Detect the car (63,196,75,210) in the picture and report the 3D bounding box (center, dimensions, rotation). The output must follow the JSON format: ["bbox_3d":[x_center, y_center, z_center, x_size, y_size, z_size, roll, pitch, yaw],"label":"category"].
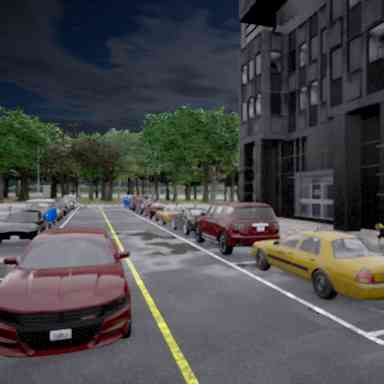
[{"bbox_3d":[-14.332,1.531,36.820,1.752,1.417,4.829,0,0,-17],"label":"car"}]

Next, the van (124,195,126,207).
[{"bbox_3d":[-7.782,1.348,44.643,1.690,1.788,3.998,0,0,-17],"label":"van"}]

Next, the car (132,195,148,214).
[{"bbox_3d":[-4.652,1.443,34.228,1.967,1.590,4.097,0,0,-17],"label":"car"}]

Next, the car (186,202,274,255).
[{"bbox_3d":[1.607,1.314,13.398,2.192,1.841,5.009,0,0,-17],"label":"car"}]

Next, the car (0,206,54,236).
[{"bbox_3d":[-8.122,1.566,16.152,1.947,1.339,4.313,0,0,-17],"label":"car"}]

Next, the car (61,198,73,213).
[{"bbox_3d":[-12.816,1.569,31.775,1.947,1.339,4.313,0,0,-17],"label":"car"}]

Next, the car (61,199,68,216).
[{"bbox_3d":[-11.203,1.527,26.405,1.752,1.417,4.829,0,0,-17],"label":"car"}]

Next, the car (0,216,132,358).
[{"bbox_3d":[-2.326,1.477,6.470,1.882,1.535,5.008,0,0,-17],"label":"car"}]

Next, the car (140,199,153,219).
[{"bbox_3d":[-3.087,1.546,29.021,1.887,1.381,4.507,0,0,-17],"label":"car"}]

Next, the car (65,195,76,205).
[{"bbox_3d":[-15.946,1.448,42.190,1.967,1.590,4.097,0,0,-17],"label":"car"}]

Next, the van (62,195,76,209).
[{"bbox_3d":[-17.511,1.351,47.398,1.690,1.788,3.998,0,0,-17],"label":"van"}]

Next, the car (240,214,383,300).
[{"bbox_3d":[3.124,1.524,8.353,1.752,1.417,4.829,0,0,-17],"label":"car"}]

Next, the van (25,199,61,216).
[{"bbox_3d":[-9.687,1.342,21.360,1.690,1.788,3.998,0,0,-17],"label":"van"}]

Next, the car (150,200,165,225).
[{"bbox_3d":[-1.571,1.525,23.976,1.752,1.417,4.829,0,0,-17],"label":"car"}]

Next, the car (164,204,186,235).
[{"bbox_3d":[0.043,1.550,18.605,2.008,1.369,4.403,0,0,-17],"label":"car"}]

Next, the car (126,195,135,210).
[{"bbox_3d":[-6.217,1.319,39.436,2.192,1.841,5.009,0,0,-17],"label":"car"}]
